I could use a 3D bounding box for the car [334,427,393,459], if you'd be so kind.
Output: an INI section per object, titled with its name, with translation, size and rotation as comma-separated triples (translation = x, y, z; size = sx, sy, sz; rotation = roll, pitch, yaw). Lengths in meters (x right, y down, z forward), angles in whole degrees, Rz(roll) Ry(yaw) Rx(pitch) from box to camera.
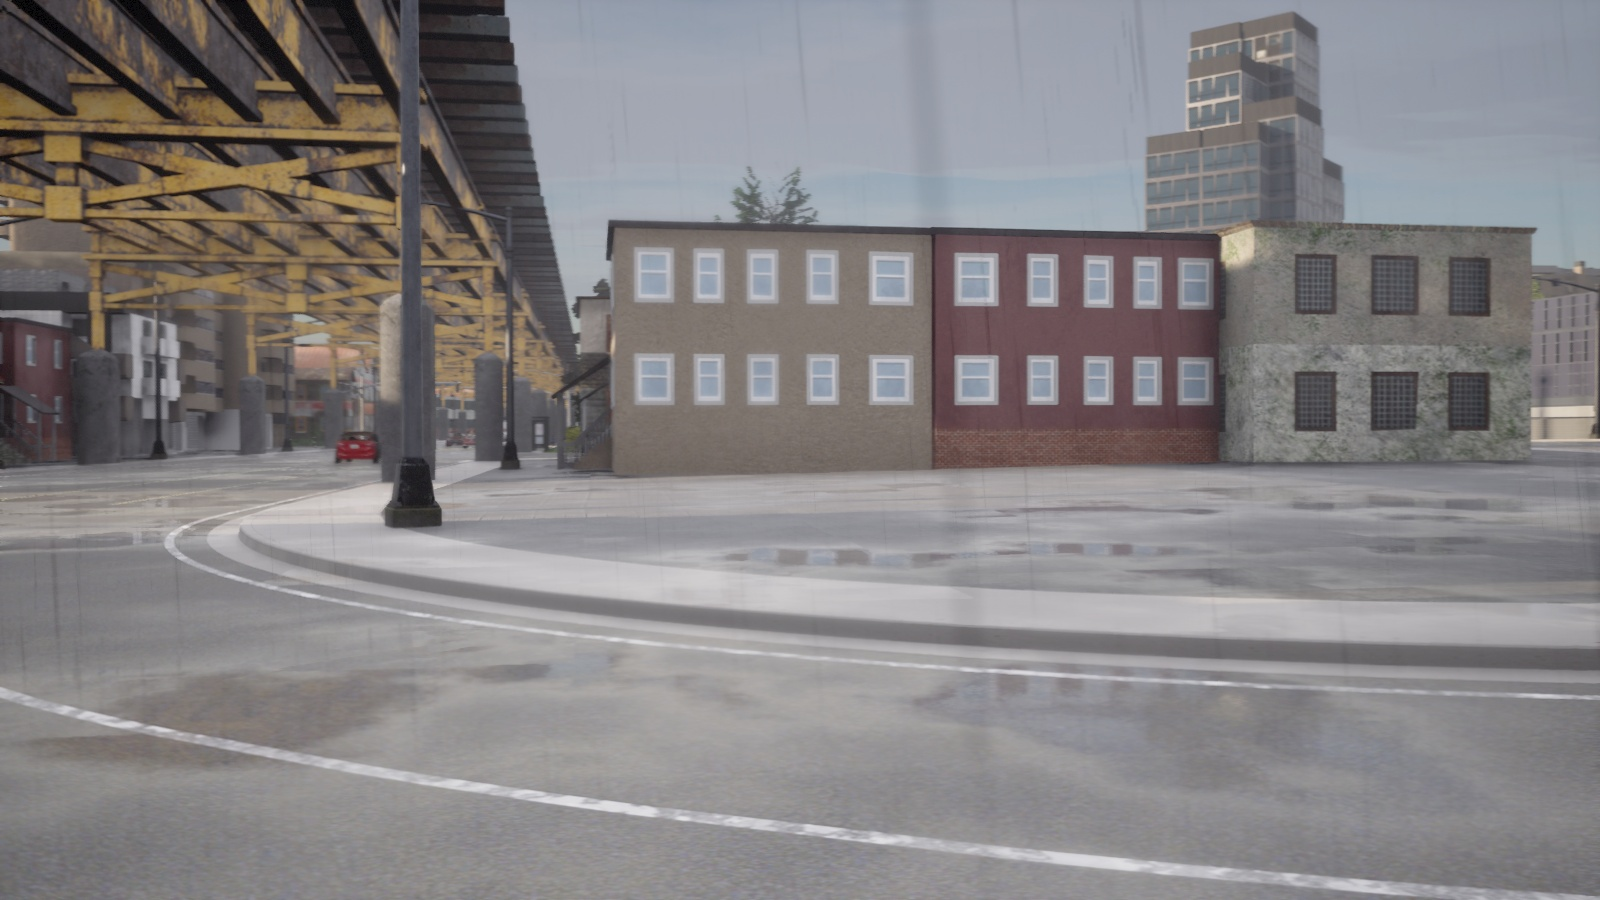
[car]
translation = -23.433, -0.398, 67.571
size = 2.242, 1.667, 4.611
rotation = 0, 1, -9
